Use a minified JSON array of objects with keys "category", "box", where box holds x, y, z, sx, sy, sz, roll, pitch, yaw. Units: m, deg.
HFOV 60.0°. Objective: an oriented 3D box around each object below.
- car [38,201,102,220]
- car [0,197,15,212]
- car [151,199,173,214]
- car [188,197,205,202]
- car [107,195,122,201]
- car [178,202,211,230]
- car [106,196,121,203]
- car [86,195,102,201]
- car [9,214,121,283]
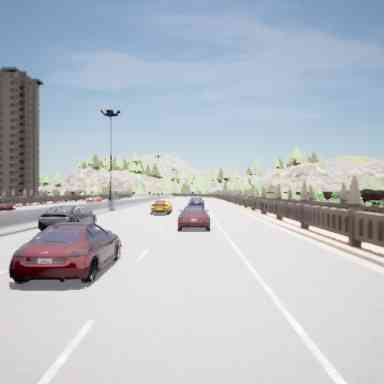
[{"category":"car","box":[-6.883,1.492,18.785,2.128,1.511,4.902,0,0,0]},{"category":"car","box":[-17.447,1.352,28.834,2.097,1.767,4.553,0,0,1]},{"category":"car","box":[-3.100,1.479,34.734,1.882,1.535,5.008,0,0,1]},{"category":"car","box":[0.606,1.354,42.106,2.097,1.767,4.553,0,0,2]},{"category":"car","box":[-13.115,1.565,56.994,1.994,1.385,4.181,0,0,2]},{"category":"car","box":[0.136,1.565,21.146,1.994,1.385,4.181,0,0,0]},{"category":"car","box":[-16.218,1.503,69.299,1.837,1.490,4.892,0,0,2]},{"category":"car","box":[-19.781,1.357,67.196,2.097,1.767,4.553,0,0,2]},{"category":"car","box":[-3.400,1.564,9.695,1.994,1.385,4.181,0,0,0]}]
